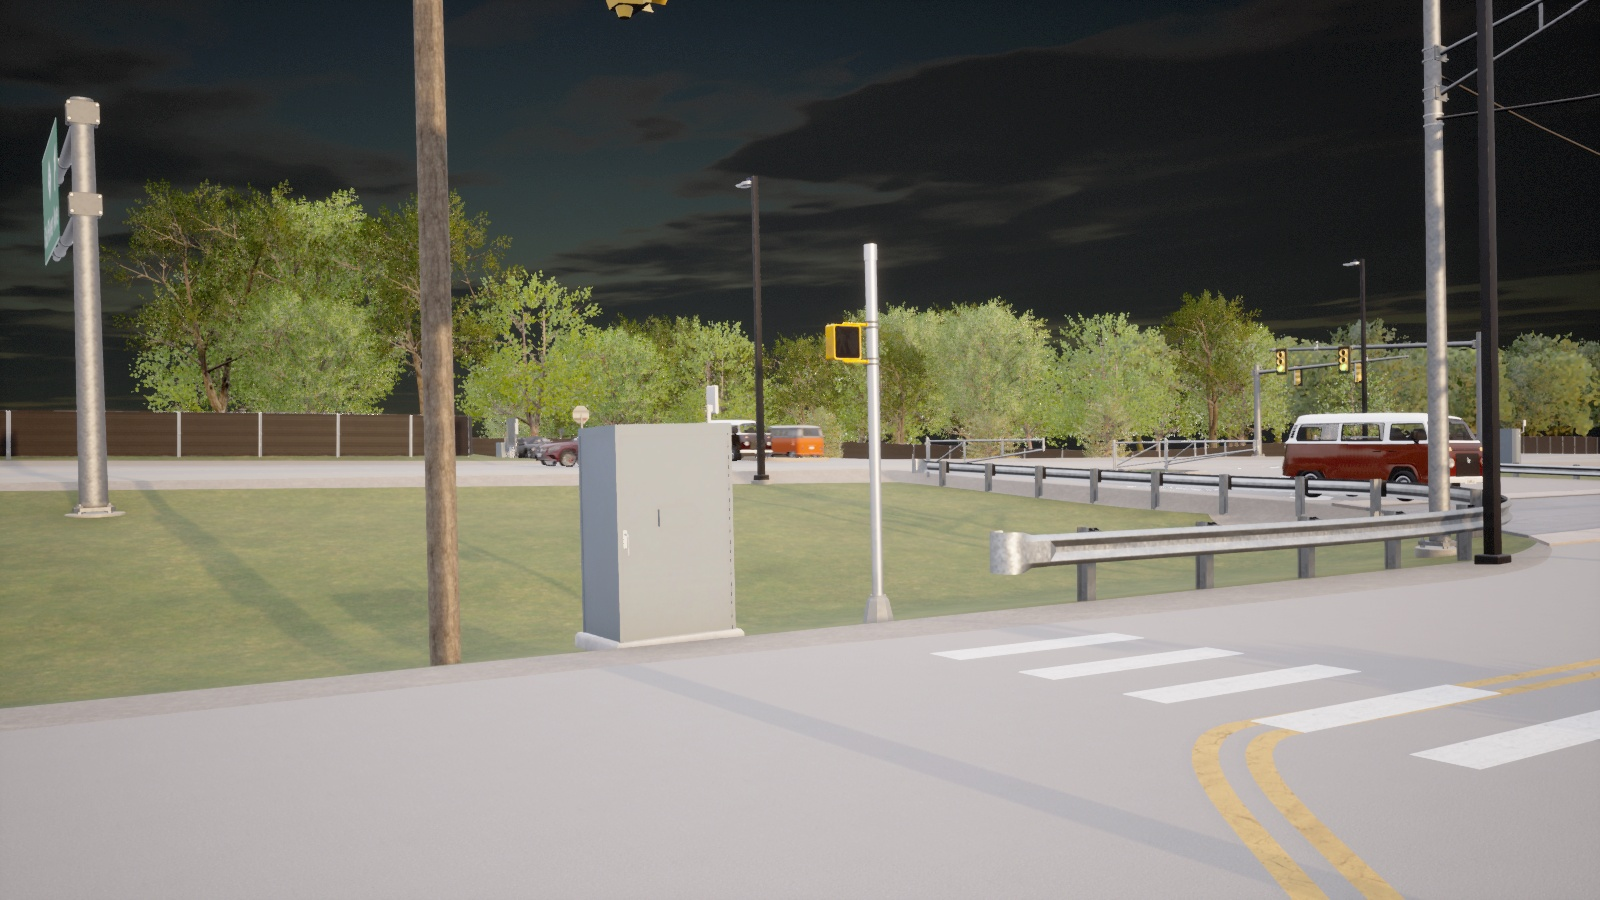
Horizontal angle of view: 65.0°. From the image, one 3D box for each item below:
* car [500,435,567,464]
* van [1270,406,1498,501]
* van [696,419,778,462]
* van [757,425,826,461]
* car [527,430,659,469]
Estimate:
[{"bbox_3d":[-15.702,-0.013,73.893,2.128,1.511,4.902,-2,0,-34],"label":"car"},{"bbox_3d":[13.653,0.076,29.632,2.069,2.038,4.480,0,0,-30],"label":"van"},{"bbox_3d":[-3.111,-0.451,61.233,2.069,2.038,4.480,0,0,-31],"label":"van"},{"bbox_3d":[-0.526,-0.395,71.433,1.775,1.987,4.442,-1,1,-33],"label":"van"},{"bbox_3d":[-7.947,-0.039,48.454,4.674,1.442,1.812,-1,0,-35],"label":"car"}]
